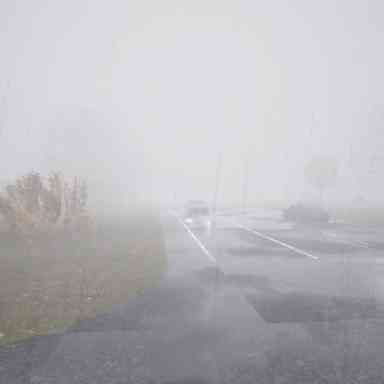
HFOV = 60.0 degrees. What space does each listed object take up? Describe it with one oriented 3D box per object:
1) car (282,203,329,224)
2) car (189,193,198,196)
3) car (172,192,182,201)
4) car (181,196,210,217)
[{"bbox_3d":[8.094,1.466,24.053,1.994,1.385,4.181,0,0,-6],"label":"car"},{"bbox_3d":[0.456,0.930,95.361,2.097,1.767,4.553,0,0,-6],"label":"car"},{"bbox_3d":[-3.557,0.906,77.623,2.150,2.045,5.566,0,0,0],"label":"car"},{"bbox_3d":[0.393,1.381,30.220,1.882,1.535,5.008,0,0,-6],"label":"car"}]
